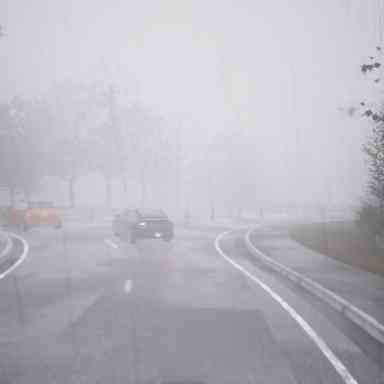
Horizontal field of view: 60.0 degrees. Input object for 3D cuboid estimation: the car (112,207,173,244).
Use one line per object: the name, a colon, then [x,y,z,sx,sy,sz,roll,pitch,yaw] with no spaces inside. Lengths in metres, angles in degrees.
car: [-2.450,1.485,15.796,1.837,1.490,4.892,2,-1,-26]

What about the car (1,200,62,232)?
car: [-9.464,1.242,19.492,4.553,1.767,2.097,1,0,45]

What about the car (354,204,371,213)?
car: [35.733,3.405,69.628,2.097,1.767,4.553,1,-2,43]

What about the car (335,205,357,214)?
car: [25.521,2.824,53.720,2.033,1.411,5.357,1,-2,44]

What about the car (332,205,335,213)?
car: [24.632,2.951,57.880,1.895,1.301,4.718,1,-2,44]

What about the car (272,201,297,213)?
car: [12.893,1.966,45.693,2.097,1.767,4.553,1,-2,44]

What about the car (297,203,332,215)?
car: [16.284,2.200,44.132,1.837,1.490,4.892,1,-2,44]
